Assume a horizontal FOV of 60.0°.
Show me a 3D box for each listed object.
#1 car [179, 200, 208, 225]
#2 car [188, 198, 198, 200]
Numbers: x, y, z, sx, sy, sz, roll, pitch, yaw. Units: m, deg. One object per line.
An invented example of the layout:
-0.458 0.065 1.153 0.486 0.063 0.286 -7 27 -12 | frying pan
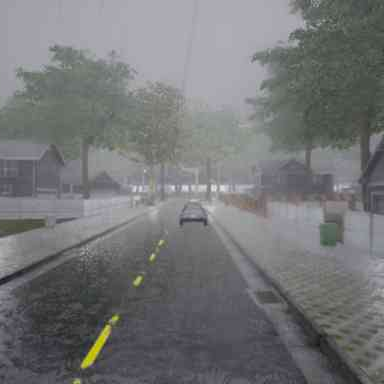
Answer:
0.100 1.561 24.337 1.994 1.385 4.181 0 0 0 | car
0.100 1.493 42.164 1.812 1.442 4.674 0 0 0 | car
